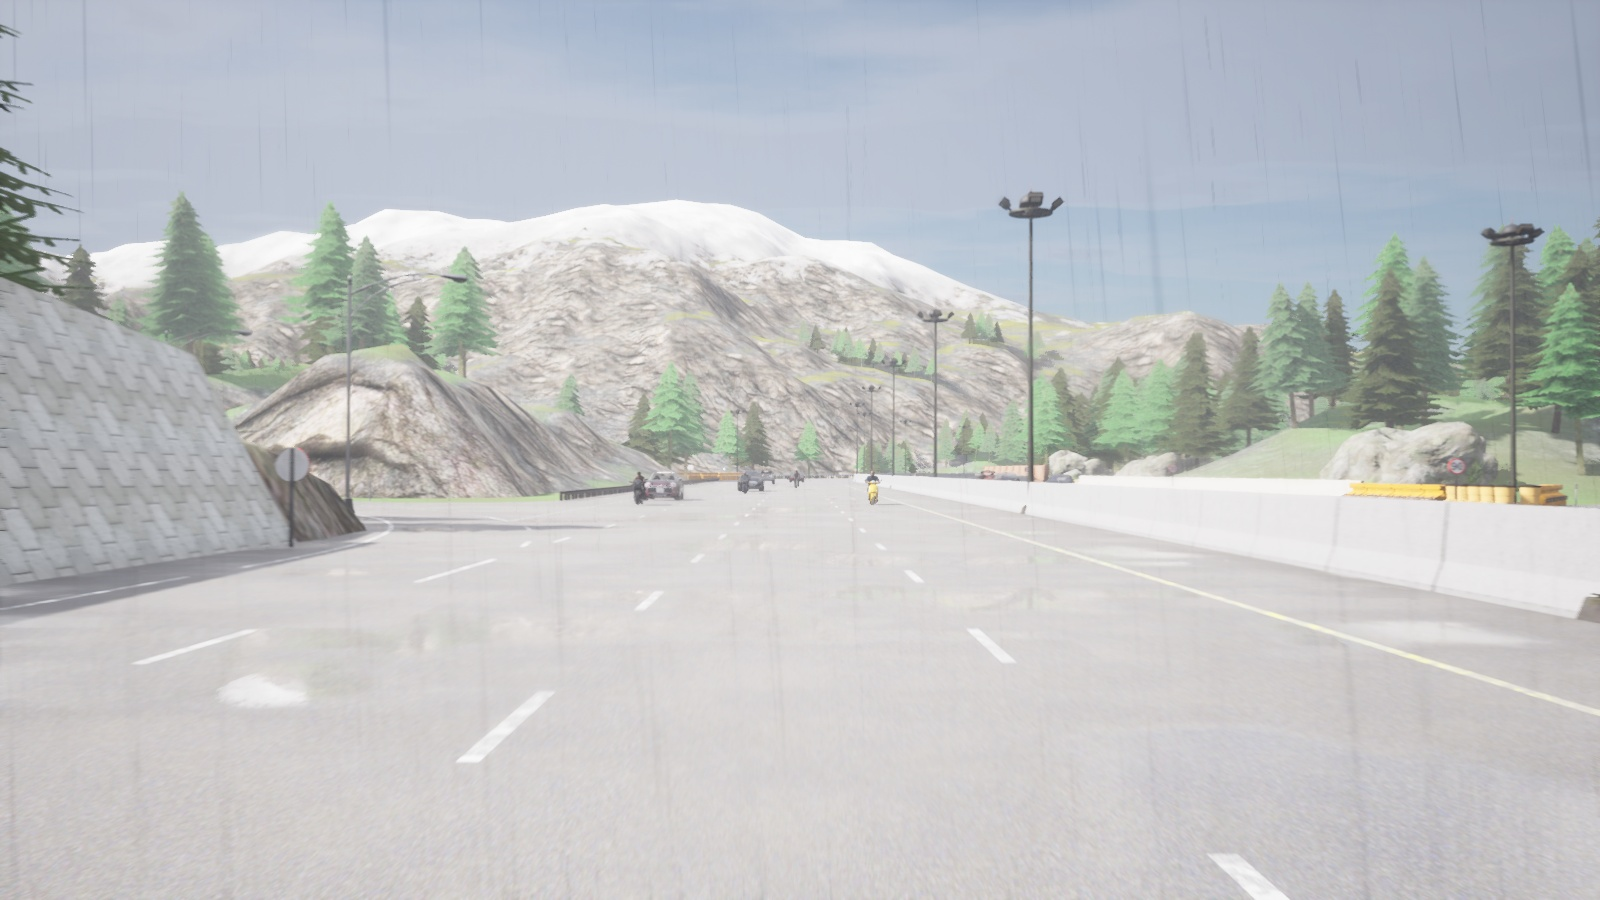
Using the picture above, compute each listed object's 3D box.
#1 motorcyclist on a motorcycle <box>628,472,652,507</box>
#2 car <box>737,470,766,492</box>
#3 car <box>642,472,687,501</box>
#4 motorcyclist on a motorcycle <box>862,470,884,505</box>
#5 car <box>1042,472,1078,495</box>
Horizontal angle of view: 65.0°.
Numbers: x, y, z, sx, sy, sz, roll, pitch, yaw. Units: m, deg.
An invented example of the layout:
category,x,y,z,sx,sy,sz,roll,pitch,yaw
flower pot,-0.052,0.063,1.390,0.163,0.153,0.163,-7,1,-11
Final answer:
category,x,y,z,sx,sy,sz,roll,pitch,yaw
motorcyclist on a motorcycle,-7.136,1.763,56.185,0.797,1.523,2.044,0,-1,0
car,-3.735,2.372,96.674,2.033,1.649,4.856,0,-1,0
car,-7.158,1.917,66.415,1.970,1.475,3.806,0,-1,0
motorcyclist on a motorcycle,3.359,1.720,57.905,0.866,1.590,1.817,0,-1,0
car,16.725,2.140,80.631,2.033,1.411,5.357,0,-1,14
